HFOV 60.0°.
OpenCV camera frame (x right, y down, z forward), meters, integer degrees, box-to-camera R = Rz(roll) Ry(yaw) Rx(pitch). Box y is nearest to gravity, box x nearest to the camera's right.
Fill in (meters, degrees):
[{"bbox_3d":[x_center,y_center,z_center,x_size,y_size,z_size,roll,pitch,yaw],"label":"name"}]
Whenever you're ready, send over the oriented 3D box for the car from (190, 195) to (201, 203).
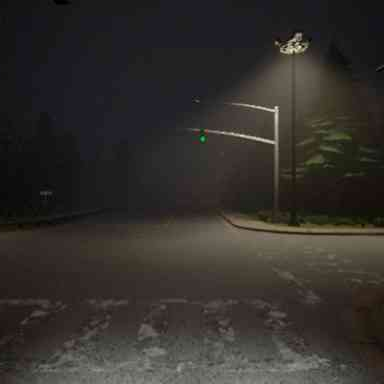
[{"bbox_3d":[0.682,1.387,68.199,2.097,1.767,4.553,0,0,2],"label":"car"}]
